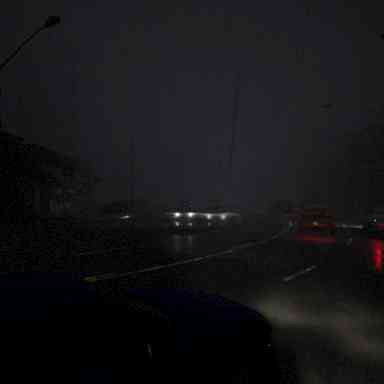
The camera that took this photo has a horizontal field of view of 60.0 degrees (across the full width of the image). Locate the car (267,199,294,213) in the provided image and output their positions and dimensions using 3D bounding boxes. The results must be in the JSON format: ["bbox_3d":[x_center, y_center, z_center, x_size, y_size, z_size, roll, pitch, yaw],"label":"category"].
[{"bbox_3d":[9.642,1.478,36.506,1.882,1.535,5.008,0,0,-1],"label":"car"}]

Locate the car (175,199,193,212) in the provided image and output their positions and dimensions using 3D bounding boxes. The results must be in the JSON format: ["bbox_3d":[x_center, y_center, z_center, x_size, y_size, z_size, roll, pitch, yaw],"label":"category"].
[{"bbox_3d":[-0.910,1.527,38.328,1.812,1.442,4.674,0,0,-1],"label":"car"}]

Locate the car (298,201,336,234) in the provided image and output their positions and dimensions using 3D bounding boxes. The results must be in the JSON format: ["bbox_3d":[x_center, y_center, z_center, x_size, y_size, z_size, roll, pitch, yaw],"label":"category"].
[{"bbox_3d":[7.367,1.478,19.615,1.882,1.535,5.008,0,0,22],"label":"car"}]

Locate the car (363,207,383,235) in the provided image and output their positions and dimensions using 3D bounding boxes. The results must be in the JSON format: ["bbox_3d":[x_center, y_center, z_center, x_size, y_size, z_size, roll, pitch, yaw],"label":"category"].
[{"bbox_3d":[10.551,1.526,18.148,1.812,1.442,4.674,0,0,22],"label":"car"}]

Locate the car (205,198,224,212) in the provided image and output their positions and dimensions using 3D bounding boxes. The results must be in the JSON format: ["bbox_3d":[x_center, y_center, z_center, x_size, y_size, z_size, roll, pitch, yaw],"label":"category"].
[{"bbox_3d":[2.591,1.479,38.305,1.882,1.535,5.008,0,0,-1],"label":"car"}]

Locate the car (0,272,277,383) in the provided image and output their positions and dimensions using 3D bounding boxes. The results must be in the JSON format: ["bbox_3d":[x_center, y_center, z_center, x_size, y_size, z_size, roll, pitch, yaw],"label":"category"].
[{"bbox_3d":[-1.380,1.477,2.800,5.008,1.535,1.882,0,0,-37],"label":"car"}]

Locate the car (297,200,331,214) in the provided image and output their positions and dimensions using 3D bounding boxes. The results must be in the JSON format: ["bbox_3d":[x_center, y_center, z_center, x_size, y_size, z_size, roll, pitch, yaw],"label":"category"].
[{"bbox_3d":[13.144,1.601,36.212,1.895,1.301,4.718,0,0,-1],"label":"car"}]
